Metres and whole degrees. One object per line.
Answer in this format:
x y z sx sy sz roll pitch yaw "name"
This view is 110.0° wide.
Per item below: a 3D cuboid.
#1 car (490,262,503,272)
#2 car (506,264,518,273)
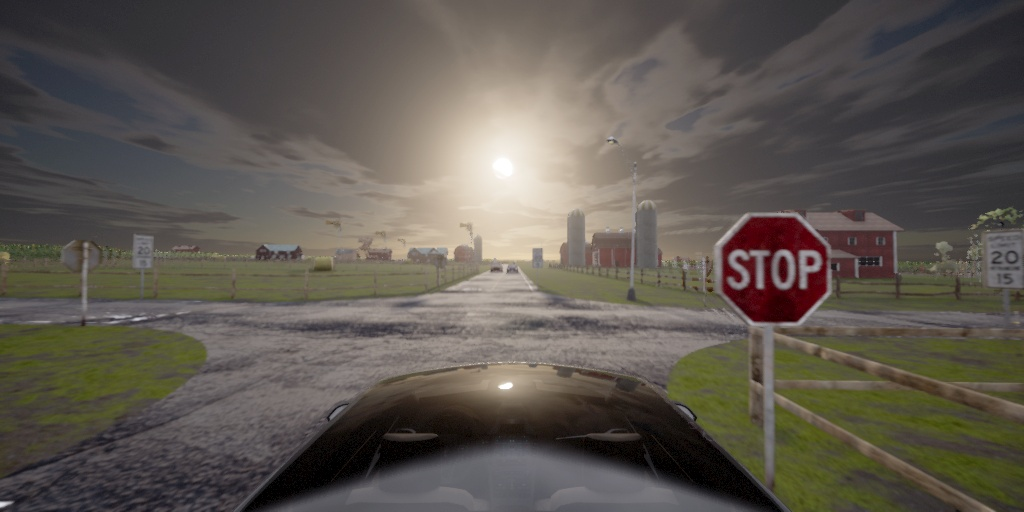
-2.694 1.926 63.653 2.097 1.767 4.553 0 -1 0 "car"
0.053 2.113 59.058 1.895 1.301 4.718 0 -1 0 "car"
